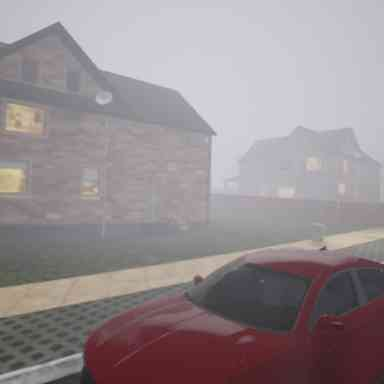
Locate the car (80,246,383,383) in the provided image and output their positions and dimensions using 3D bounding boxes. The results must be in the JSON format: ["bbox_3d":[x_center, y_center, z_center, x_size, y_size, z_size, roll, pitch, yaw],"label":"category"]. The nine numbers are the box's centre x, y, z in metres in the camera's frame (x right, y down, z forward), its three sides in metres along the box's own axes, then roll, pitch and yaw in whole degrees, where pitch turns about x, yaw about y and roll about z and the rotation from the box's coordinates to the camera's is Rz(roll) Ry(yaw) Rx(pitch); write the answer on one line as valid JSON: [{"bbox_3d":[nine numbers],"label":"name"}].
[{"bbox_3d":[1.194,1.514,4.139,5.008,1.535,1.882,1,0,-38],"label":"car"}]
